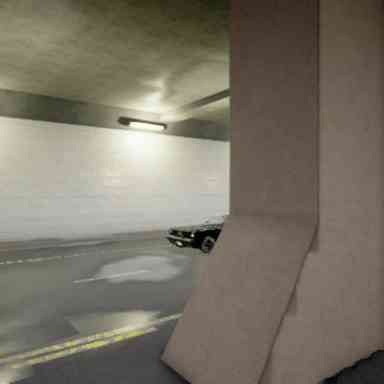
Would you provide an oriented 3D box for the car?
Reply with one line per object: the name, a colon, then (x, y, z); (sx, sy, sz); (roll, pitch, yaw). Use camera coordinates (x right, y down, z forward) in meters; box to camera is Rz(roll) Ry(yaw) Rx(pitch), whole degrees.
car: (1.349, 1.595, 13.543); (4.718, 1.301, 1.895); (0, 0, -35)
